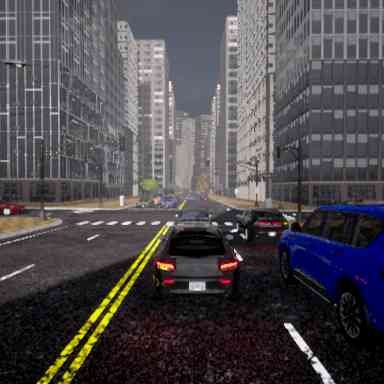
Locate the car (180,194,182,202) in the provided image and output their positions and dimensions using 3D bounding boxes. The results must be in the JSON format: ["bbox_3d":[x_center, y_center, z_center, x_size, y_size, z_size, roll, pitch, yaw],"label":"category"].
[{"bbox_3d":[-3.316,1.532,67.322,1.994,1.385,4.181,0,0,1],"label":"car"}]

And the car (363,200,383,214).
[{"bbox_3d":[21.784,1.657,36.682,4.829,1.417,1.752,1,0,1],"label":"car"}]

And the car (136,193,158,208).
[{"bbox_3d":[-6.660,1.336,47.835,2.097,1.767,4.553,0,0,1],"label":"car"}]

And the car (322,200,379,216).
[{"bbox_3d":[16.202,1.629,34.177,4.892,1.490,1.837,0,1,0],"label":"car"}]

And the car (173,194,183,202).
[{"bbox_3d":[-3.305,1.314,77.380,2.097,1.767,4.553,0,0,0],"label":"car"}]

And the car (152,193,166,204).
[{"bbox_3d":[-6.577,1.191,66.002,2.150,2.045,5.566,0,0,1],"label":"car"}]

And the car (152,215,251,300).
[{"bbox_3d":[0.093,1.525,8.271,1.812,1.442,4.674,0,0,0],"label":"car"}]

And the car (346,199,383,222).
[{"bbox_3d":[16.181,1.530,28.392,5.009,1.841,2.192,1,0,1],"label":"car"}]

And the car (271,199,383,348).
[{"bbox_3d":[3.349,1.221,6.414,2.150,2.045,5.566,0,0,0],"label":"car"}]

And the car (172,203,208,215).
[{"bbox_3d":[0.089,1.545,17.545,2.033,1.411,5.357,0,0,0],"label":"car"}]

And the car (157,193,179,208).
[{"bbox_3d":[-3.378,1.336,47.883,2.097,1.767,4.553,0,0,0],"label":"car"}]

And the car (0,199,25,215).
[{"bbox_3d":[-18.539,1.342,31.516,5.008,1.535,1.882,1,1,1],"label":"car"}]

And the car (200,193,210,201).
[{"bbox_3d":[3.195,1.473,79.590,1.812,1.442,4.674,0,0,0],"label":"car"}]

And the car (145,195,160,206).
[{"bbox_3d":[-6.625,1.330,56.474,2.097,1.767,4.553,0,0,0],"label":"car"}]

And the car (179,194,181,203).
[{"bbox_3d":[-3.374,1.525,57.355,2.033,1.411,5.357,0,0,0],"label":"car"}]

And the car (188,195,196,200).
[{"bbox_3d":[-0.063,1.495,90.704,1.994,1.385,4.181,0,0,0],"label":"car"}]

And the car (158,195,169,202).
[{"bbox_3d":[-6.554,1.499,76.482,2.033,1.411,5.357,0,0,0],"label":"car"}]

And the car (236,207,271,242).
[{"bbox_3d":[3.339,1.502,16.274,1.837,1.490,4.892,0,0,0],"label":"car"}]

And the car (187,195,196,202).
[{"bbox_3d":[-0.051,1.501,75.474,2.033,1.411,5.357,0,0,0],"label":"car"}]
